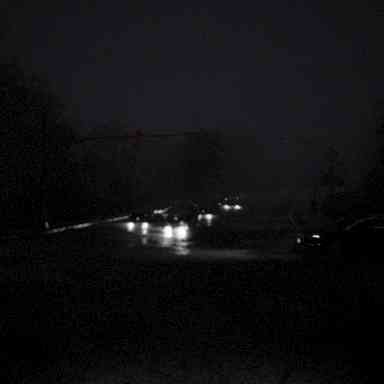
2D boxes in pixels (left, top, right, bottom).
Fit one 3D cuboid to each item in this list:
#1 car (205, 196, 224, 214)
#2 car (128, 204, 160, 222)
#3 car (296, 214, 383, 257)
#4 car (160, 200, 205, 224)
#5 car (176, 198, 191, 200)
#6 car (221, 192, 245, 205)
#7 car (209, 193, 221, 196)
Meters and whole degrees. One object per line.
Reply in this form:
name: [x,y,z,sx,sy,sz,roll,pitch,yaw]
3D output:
car: [1.914,1.584,37.358,2.033,1.411,5.357,0,1,16]
car: [-3.786,1.747,29.461,2.033,1.411,5.357,0,0,13]
car: [6.594,1.621,12.865,4.902,1.511,2.128,0,-1,0]
car: [-0.670,1.695,27.198,2.128,1.511,4.902,0,0,13]
car: [-1.167,1.532,39.024,1.837,1.490,4.892,0,2,18]
car: [6.445,0.877,49.510,2.097,1.767,4.553,0,3,23]
car: [3.491,1.008,51.516,1.837,1.490,4.892,0,3,23]
